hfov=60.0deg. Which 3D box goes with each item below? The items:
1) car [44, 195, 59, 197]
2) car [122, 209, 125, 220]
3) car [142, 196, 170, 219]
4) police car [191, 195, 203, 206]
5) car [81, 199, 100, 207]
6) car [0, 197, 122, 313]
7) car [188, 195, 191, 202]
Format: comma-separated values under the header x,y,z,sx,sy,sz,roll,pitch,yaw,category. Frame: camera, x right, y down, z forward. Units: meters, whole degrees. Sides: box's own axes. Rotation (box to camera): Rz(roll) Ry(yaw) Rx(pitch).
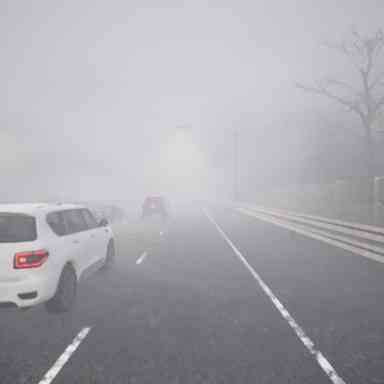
x,y,z,sx,sy,sz,roll,pitch,yaw,category
-24.537,1.549,57.430,2.150,2.045,5.566,0,0,1,car
-6.905,1.697,27.240,2.033,1.411,5.357,0,0,0,car
-3.406,1.397,31.741,2.150,2.045,5.566,0,0,0,car
1.213,1.807,64.742,1.930,1.638,5.238,0,0,0,police car
-17.551,1.894,57.718,1.994,1.385,4.181,0,0,1,car
-3.403,1.262,7.863,2.150,2.045,5.566,0,0,0,car
-0.016,1.877,84.145,2.033,1.411,5.357,0,0,0,car
